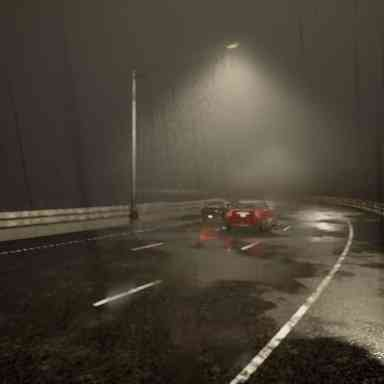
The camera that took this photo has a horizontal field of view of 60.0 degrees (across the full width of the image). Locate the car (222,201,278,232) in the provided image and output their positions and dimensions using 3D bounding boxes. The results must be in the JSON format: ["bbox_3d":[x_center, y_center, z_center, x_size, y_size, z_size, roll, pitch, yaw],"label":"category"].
[{"bbox_3d":[3.735,1.291,19.999,2.097,1.767,4.553,0,0,27],"label":"car"}]

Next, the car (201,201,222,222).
[{"bbox_3d":[2.278,1.425,25.133,1.837,1.490,4.892,0,0,25],"label":"car"}]
